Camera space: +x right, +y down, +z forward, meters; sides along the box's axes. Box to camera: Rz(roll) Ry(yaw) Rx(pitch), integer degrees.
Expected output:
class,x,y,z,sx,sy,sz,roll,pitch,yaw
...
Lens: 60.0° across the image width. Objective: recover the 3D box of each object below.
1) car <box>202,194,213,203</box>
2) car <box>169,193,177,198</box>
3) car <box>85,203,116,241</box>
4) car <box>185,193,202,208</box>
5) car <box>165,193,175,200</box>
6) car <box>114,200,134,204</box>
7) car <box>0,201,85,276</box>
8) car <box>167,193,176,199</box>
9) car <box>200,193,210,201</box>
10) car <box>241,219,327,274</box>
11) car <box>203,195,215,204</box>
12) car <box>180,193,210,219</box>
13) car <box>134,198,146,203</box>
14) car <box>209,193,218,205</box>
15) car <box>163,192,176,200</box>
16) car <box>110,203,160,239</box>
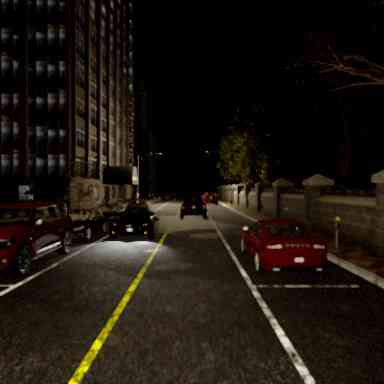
class,x,y,z,sx,sy,sz,roll,pitch,yaw
car,2.727,1.122,60.147,1.752,1.417,4.829,0,0,0
car,-5.076,0.970,87.635,1.802,1.307,4.206,0,0,0
car,-5.277,1.446,15.780,2.008,1.369,4.403,0,0,0
car,0.172,1.071,42.115,2.097,1.767,4.553,0,0,1
car,-5.107,1.037,76.581,1.947,1.339,4.313,0,0,0
car,-5.262,1.410,21.307,2.008,1.369,4.403,0,0,0
car,-5.293,1.246,10.251,2.192,1.841,5.009,0,0,0
car,-5.092,0.980,82.108,2.008,1.369,4.403,0,0,0
car,2.758,0.957,71.030,1.967,1.590,4.097,0,0,0
car,2.587,1.481,10.231,1.887,1.381,4.507,0,0,0
car,2.711,1.219,54.450,1.802,1.307,4.206,0,0,0
car,0.136,1.174,27.380,2.097,1.767,4.553,0,0,0
car,-5.232,1.311,32.191,1.752,1.417,4.829,0,0,0
car,2.696,0.990,48.920,2.192,1.841,5.009,0,0,0
car,-5.123,0.827,71.051,2.192,1.841,5.009,0,0,0
car,-2.724,1.457,16.590,1.994,1.385,4.181,0,0,1
